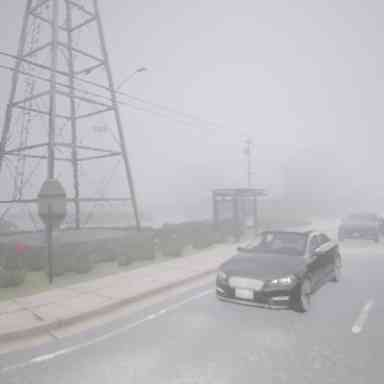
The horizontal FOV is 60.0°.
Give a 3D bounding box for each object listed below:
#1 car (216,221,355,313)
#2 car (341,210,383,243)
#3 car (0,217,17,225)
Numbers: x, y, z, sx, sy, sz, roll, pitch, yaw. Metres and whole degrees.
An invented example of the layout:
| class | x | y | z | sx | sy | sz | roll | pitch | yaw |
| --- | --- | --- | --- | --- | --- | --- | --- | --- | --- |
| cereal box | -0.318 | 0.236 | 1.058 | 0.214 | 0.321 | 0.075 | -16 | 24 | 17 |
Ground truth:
| class | x | y | z | sx | sy | sz | roll | pitch | yaw |
| --- | --- | --- | --- | --- | --- | --- | --- | --- | --- |
| car | 2.395 | 1.703 | 8.351 | 2.128 | 1.511 | 4.902 | -3 | -2 | 35 |
| car | 9.447 | 1.821 | 18.305 | 1.882 | 1.535 | 5.008 | -3 | -2 | 36 |
| car | -17.699 | 2.891 | 29.650 | 1.784 | 1.438 | 3.905 | -3 | -2 | 35 |
